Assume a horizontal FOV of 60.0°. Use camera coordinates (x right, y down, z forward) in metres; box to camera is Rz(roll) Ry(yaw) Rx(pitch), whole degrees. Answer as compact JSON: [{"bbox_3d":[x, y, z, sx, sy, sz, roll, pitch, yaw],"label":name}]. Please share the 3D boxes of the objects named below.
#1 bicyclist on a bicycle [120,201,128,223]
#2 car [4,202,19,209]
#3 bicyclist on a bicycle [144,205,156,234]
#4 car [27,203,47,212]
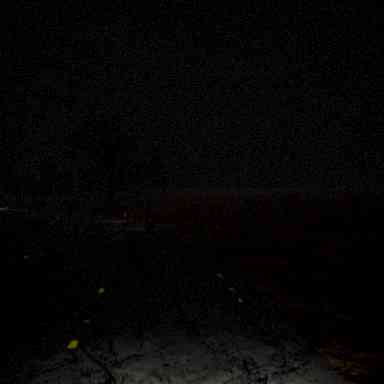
[{"bbox_3d":[-5.540,1.639,26.950,0.659,1.776,1.843,0,-1,-21],"label":"bicyclist on a bicycle"},{"bbox_3d":[-35.652,2.642,65.641,1.895,1.301,4.718,0,-1,-39],"label":"car"},{"bbox_3d":[-2.497,1.599,19.407,0.582,1.620,1.656,0,-1,-14],"label":"bicyclist on a bicycle"},{"bbox_3d":[-24.097,2.340,51.594,1.895,1.301,4.718,0,-1,-39],"label":"car"}]
